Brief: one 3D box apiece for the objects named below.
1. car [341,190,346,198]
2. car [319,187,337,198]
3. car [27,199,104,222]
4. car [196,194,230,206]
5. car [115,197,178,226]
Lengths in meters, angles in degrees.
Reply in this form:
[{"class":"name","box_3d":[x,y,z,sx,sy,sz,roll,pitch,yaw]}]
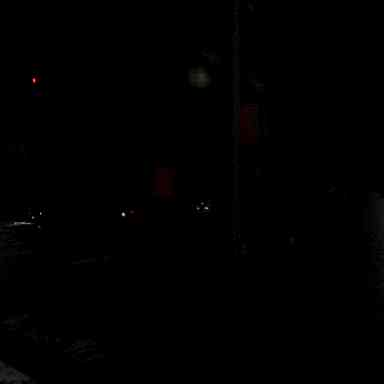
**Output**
[{"class":"car","box_3d":[28.278,0.378,59.977,1.837,1.490,4.892,0,1,34]},{"class":"car","box_3d":[25.027,0.105,61.006,2.150,2.045,5.566,0,1,35]},{"class":"car","box_3d":[-8.935,1.248,24.030,2.033,1.411,5.357,0,1,35]},{"class":"car","box_3d":[2.720,0.895,40.711,2.033,1.411,5.357,0,1,36]},{"class":"car","box_3d":[-2.856,1.257,21.085,1.994,1.385,4.181,0,1,35]}]
